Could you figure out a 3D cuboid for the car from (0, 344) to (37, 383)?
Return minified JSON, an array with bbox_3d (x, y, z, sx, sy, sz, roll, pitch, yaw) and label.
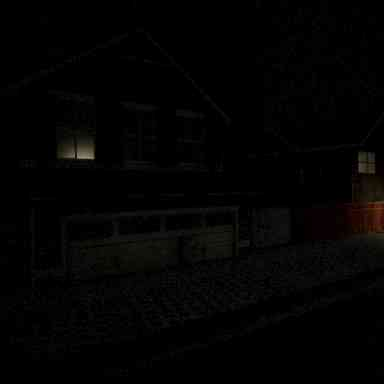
[{"bbox_3d":[-3.152,1.548,0.847,5.357,1.411,2.033,0,0,-35],"label":"car"}]
